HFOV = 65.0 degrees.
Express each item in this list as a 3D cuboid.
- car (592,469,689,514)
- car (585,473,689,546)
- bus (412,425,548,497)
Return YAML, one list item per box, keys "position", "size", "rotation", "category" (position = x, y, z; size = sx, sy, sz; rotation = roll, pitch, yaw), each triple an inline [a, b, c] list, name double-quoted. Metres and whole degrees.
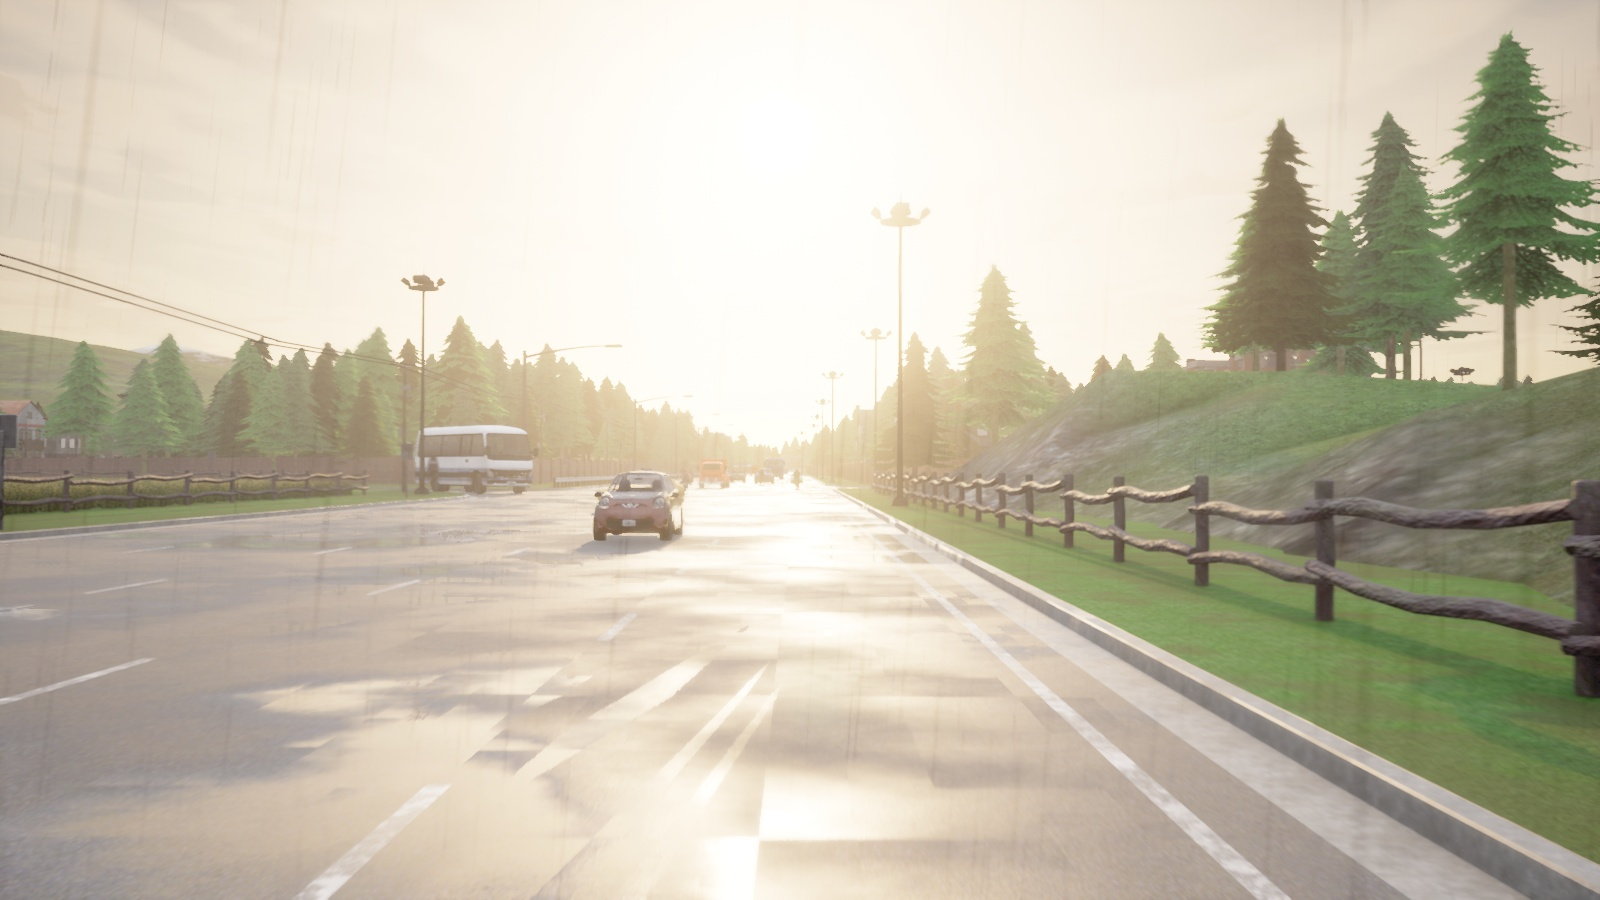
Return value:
- position: [-5.908, 1.512, 47.233]
  size: [1.801, 1.575, 5.366]
  rotation: [0, -1, 14]
  category: "car"
- position: [-3.568, 1.276, 28.057]
  size: [1.845, 1.501, 3.633]
  rotation: [0, -1, 0]
  category: "car"
- position: [-20.305, 0.752, 79.149]
  size: [3.944, 4.253, 10.273]
  rotation: [1, -2, -42]
  category: "bus"
